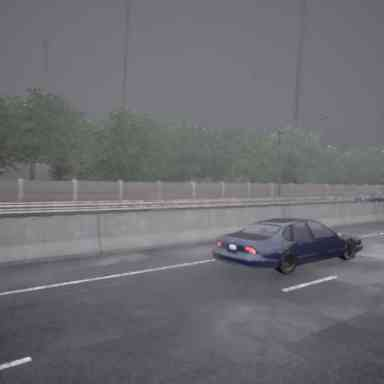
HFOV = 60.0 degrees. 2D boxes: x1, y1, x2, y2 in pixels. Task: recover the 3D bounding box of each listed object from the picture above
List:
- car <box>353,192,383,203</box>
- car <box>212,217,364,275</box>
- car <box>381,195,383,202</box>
[{"bbox_3d":[25.592,0.998,48.006,5.566,2.045,2.150,0,0,-35],"label":"car"},{"bbox_3d":[3.154,1.511,10.361,5.357,1.411,2.033,0,0,-35],"label":"car"},{"bbox_3d":[28.451,1.335,45.742,4.181,1.385,1.994,0,0,-35],"label":"car"}]
